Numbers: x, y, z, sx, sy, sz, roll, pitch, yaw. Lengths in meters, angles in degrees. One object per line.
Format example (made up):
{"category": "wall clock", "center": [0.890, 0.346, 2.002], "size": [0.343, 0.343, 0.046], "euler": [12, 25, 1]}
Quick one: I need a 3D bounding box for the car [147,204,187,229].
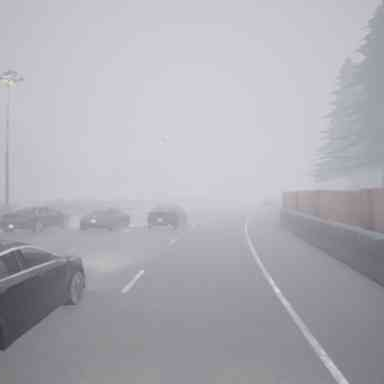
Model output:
{"category": "car", "center": [-1.541, 1.544, 22.241], "size": [1.882, 1.535, 5.008], "euler": [0, 0, 9]}

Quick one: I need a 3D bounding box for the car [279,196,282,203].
{"category": "car", "center": [19.741, 1.568, 72.375], "size": [2.097, 1.767, 4.553], "euler": [0, 0, 31]}

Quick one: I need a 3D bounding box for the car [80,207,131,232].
{"category": "car", "center": [-5.294, 1.608, 20.753], "size": [1.994, 1.385, 4.181], "euler": [0, 0, 8]}

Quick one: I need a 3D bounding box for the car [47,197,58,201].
{"category": "car", "center": [-22.449, 1.602, 55.006], "size": [1.812, 1.442, 4.674], "euler": [0, 0, 19]}

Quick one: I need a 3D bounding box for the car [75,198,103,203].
{"category": "car", "center": [-15.872, 1.662, 52.565], "size": [1.994, 1.385, 4.181], "euler": [0, 0, 19]}

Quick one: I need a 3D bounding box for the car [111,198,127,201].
{"category": "car", "center": [-11.828, 1.669, 53.660], "size": [2.033, 1.411, 5.357], "euler": [0, 0, 20]}

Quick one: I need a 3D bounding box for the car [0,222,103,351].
{"category": "car", "center": [-3.220, 1.494, 5.167], "size": [2.128, 1.511, 4.902], "euler": [0, 0, 2]}

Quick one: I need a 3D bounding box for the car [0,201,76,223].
{"category": "car", "center": [-9.007, 1.527, 19.489], "size": [1.837, 1.490, 4.892], "euler": [0, 0, 7]}

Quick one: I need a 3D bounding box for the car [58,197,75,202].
{"category": "car", "center": [-18.929, 1.639, 54.531], "size": [2.033, 1.411, 5.357], "euler": [0, 0, 19]}

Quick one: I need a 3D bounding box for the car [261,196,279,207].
{"category": "car", "center": [12.918, 1.770, 56.009], "size": [1.812, 1.442, 4.674], "euler": [0, 0, 23]}
